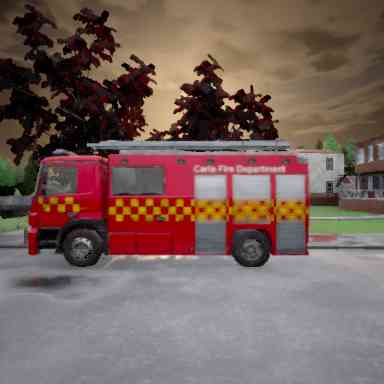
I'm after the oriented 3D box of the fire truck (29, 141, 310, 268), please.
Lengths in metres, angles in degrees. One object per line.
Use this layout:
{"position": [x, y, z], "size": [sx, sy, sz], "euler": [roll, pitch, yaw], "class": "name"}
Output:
{"position": [-0.664, 0.341, 11.134], "size": [8.468, 3.827, 2.891], "euler": [0, 0, 0], "class": "fire truck"}
